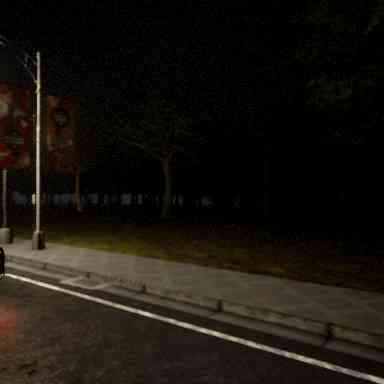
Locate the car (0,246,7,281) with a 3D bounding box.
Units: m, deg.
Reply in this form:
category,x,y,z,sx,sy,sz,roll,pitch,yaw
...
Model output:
category,x,y,z,sx,sy,sz,roll,pitch,yaw
car,-6.519,1.541,8.340,4.892,1.490,1.837,0,0,36
